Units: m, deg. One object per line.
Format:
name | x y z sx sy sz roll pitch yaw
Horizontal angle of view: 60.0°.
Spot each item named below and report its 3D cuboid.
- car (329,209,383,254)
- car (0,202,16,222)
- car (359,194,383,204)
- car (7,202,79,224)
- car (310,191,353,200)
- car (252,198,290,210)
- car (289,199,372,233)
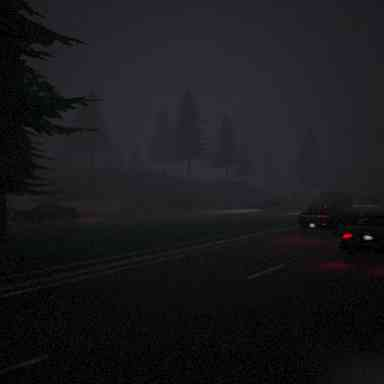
car | 6.999 1.412 11.984 2.033 1.411 5.357 -1 0 41
car | -17.464 1.704 27.492 5.008 1.535 1.882 -1 0 -24
car | 24.795 1.026 46.200 4.674 1.442 1.812 -1 0 -36
car | -11.519 1.611 26.110 5.008 1.535 1.882 -1 0 -20
car | 14.486 0.918 34.514 5.566 2.045 2.150 -1 0 -35
car | 9.359 1.366 39.468 4.718 1.301 1.895 -1 0 -35
car | 7.416 1.337 17.548 2.128 1.511 4.902 -1 0 44
